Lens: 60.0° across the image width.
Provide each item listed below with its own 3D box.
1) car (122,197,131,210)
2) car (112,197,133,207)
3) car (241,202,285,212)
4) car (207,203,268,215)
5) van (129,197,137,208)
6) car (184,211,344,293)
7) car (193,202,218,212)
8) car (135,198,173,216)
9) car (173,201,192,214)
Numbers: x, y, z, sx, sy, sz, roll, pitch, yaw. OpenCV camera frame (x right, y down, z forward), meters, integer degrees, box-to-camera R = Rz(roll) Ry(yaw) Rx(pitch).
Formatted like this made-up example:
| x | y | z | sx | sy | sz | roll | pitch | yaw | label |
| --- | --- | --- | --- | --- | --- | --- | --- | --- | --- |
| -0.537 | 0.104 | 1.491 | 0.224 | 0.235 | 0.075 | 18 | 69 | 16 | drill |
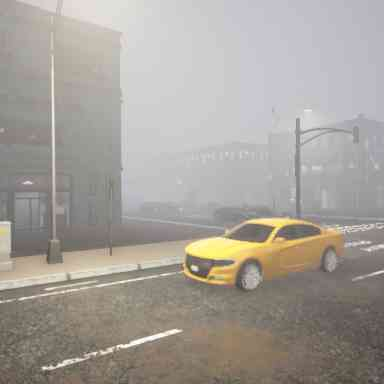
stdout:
| x | y | z | sx | sy | sz | roll | pitch | yaw | label |
| --- | --- | --- | --- | --- | --- | --- | --- | --- | --- |
| -12.125 | 2.045 | 53.428 | 1.882 | 1.535 | 5.008 | -1 | 0 | -35 | car |
| -13.626 | 1.939 | 65.384 | 2.192 | 1.841 | 5.009 | -1 | 0 | -35 | car |
| 6.271 | 1.774 | 27.425 | 1.994 | 1.385 | 4.181 | -1 | 0 | -36 | car |
| 3.529 | 1.814 | 26.592 | 1.947 | 1.339 | 4.313 | -1 | 0 | -35 | car |
| -10.418 | 1.906 | 60.874 | 1.690 | 1.788 | 3.998 | -1 | 0 | -35 | van |
| 2.103 | 1.476 | 9.061 | 5.008 | 1.535 | 1.882 | 0 | 0 | -35 | car |
| 2.416 | 1.903 | 42.830 | 1.802 | 1.307 | 4.206 | -2 | 0 | -35 | car |
| -4.416 | 1.846 | 37.971 | 1.967 | 1.590 | 4.097 | -1 | 0 | -35 | car |
| -2.608 | 1.877 | 39.925 | 2.128 | 1.511 | 4.902 | -1 | 0 | -35 | car |
